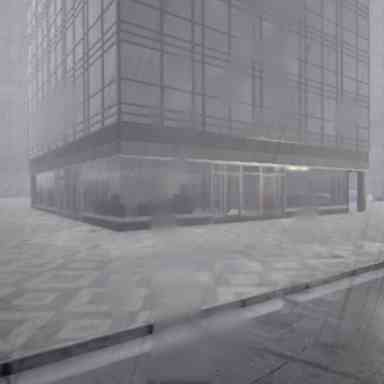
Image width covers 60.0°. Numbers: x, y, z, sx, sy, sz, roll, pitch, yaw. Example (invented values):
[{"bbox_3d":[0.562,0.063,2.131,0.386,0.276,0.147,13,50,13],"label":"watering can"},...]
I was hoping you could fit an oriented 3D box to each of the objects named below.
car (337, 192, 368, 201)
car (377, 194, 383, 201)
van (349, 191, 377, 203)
[{"bbox_3d":[28.426,0.808,59.055,1.887,1.381,4.507,0,1,-35],"label":"car"},{"bbox_3d":[31.660,0.899,54.464,1.947,1.339,4.313,0,1,-35],"label":"car"},{"bbox_3d":[24.697,0.737,49.545,1.690,1.788,3.998,0,0,-35],"label":"van"}]
